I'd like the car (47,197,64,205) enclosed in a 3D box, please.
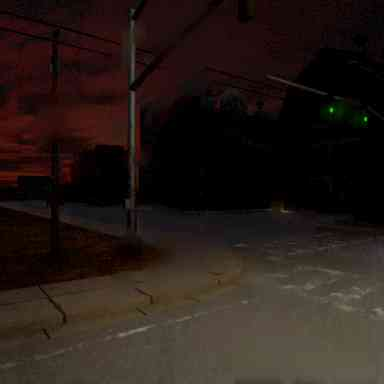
[{"bbox_3d":[-23.339,1.537,56.662,1.994,1.385,4.181,0,0,-36],"label":"car"}]

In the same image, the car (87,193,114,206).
[{"bbox_3d":[-13.807,1.118,50.592,3.866,1.878,1.905,-2,5,11],"label":"car"}]
